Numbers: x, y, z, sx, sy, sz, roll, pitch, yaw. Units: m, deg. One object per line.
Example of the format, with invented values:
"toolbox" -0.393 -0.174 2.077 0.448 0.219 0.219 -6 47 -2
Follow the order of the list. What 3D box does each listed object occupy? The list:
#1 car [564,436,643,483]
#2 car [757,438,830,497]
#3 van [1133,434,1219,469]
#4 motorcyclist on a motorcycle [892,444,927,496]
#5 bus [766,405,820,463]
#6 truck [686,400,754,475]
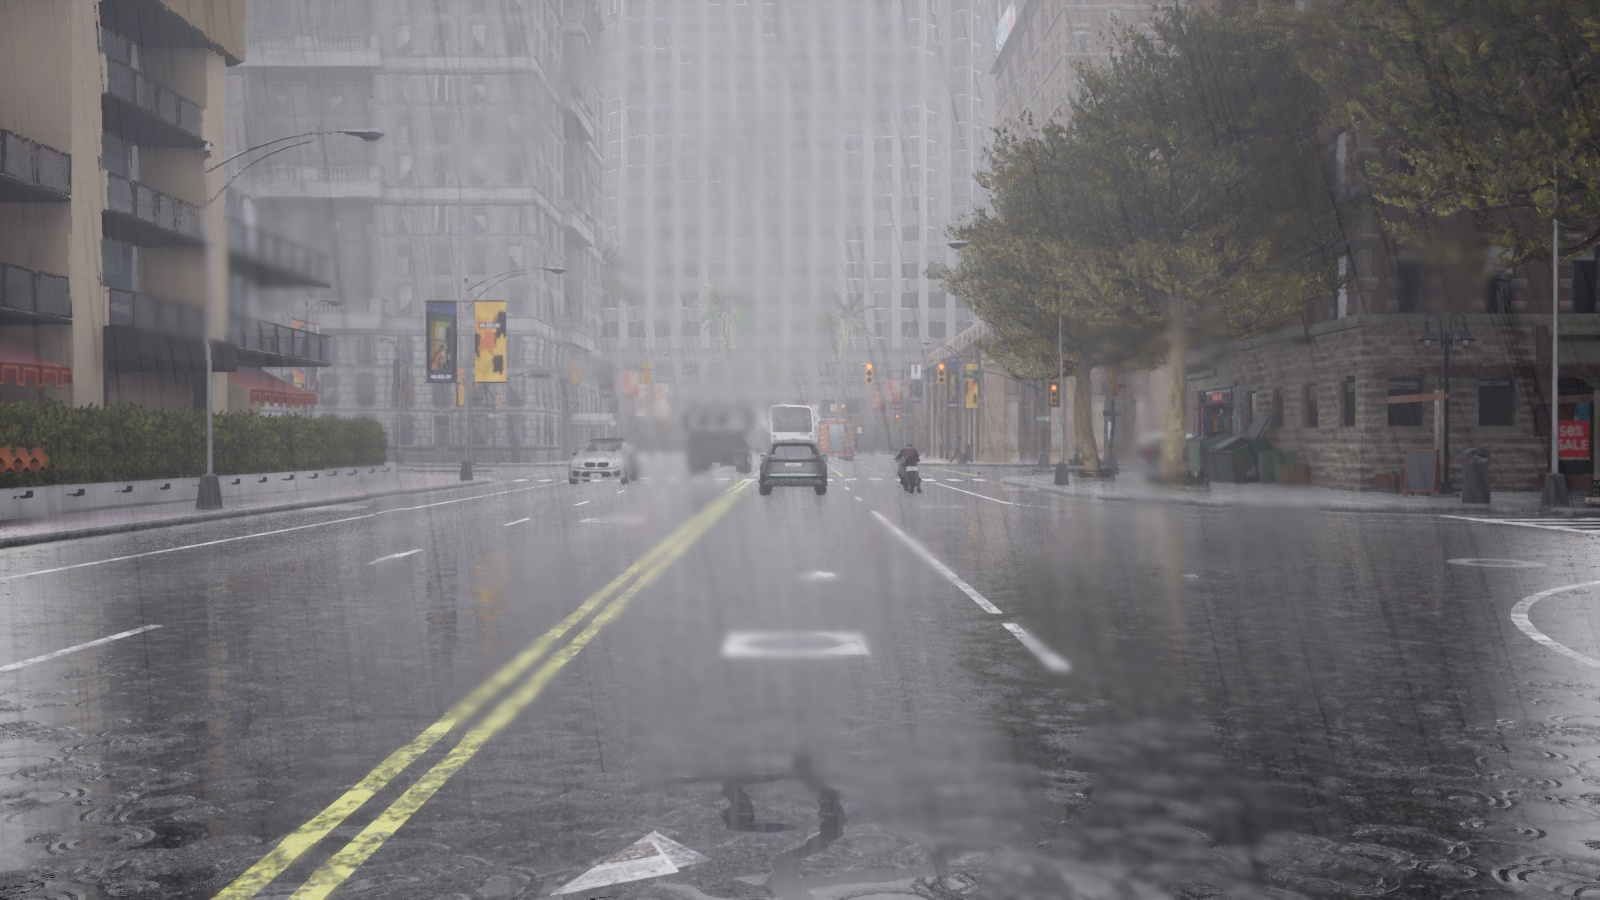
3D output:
"car" -7.254 0.321 46.758 2.242 1.667 4.611 0 0 0
"car" -0.196 0.465 37.376 2.033 1.649 4.856 0 0 0
"van" 22.090 0.071 73.871 4.480 2.038 2.069 0 0 1
"motorcyclist on a motorcycle" 3.298 0.569 38.045 0.866 1.530 2.191 0 0 0
"bus" -0.563 -1.176 96.592 3.944 4.253 10.273 0 0 0
"truck" -3.848 -0.590 62.212 2.891 3.462 7.936 0 0 0
